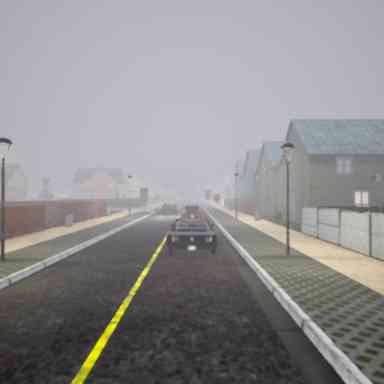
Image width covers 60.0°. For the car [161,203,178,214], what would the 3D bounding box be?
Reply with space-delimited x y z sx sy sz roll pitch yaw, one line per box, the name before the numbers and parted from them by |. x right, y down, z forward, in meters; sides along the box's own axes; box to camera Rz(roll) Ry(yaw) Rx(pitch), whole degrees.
car | -2.738 1.985 40.641 1.895 1.301 4.718 0 -1 0

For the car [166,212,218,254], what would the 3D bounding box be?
car | 0.006 1.735 14.112 1.895 1.301 4.718 0 -1 0

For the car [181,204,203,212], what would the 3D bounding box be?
car | 0.014 1.804 29.386 1.812 1.442 4.674 0 0 0
